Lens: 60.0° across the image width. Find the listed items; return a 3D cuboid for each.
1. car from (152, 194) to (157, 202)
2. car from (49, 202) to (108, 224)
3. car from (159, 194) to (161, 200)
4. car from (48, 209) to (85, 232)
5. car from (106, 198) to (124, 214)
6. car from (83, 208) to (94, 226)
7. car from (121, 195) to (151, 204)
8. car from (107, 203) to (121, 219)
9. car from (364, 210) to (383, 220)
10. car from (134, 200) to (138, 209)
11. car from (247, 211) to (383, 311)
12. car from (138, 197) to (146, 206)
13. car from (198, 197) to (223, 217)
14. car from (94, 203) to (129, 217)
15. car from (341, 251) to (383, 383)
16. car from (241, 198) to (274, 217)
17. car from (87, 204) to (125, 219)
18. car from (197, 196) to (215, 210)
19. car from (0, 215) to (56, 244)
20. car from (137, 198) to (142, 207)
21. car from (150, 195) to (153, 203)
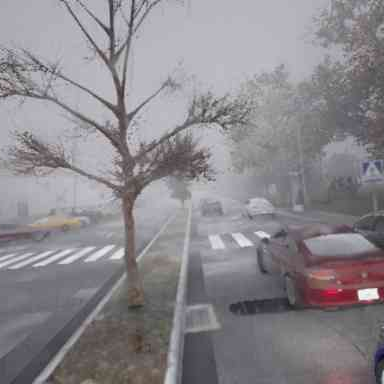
[{"bbox_3d":[-12.041,1.962,79.317,5.566,2.045,2.435,-7,1,-20],"label":"car"},{"bbox_3d":[-12.005,2.482,34.327,5.566,2.045,2.435,-6,0,-20],"label":"car"},{"bbox_3d":[-11.991,2.097,91.342,4.892,1.521,2.231,-6,0,-20],"label":"car"},{"bbox_3d":[-12.182,2.759,28.235,5.366,1.575,1.946,-6,0,-20],"label":"car"},{"bbox_3d":[-12.048,2.434,43.308,5.566,2.045,2.435,-6,1,-20],"label":"car"},{"bbox_3d":[-12.008,2.779,31.308,4.674,1.452,2.002,-6,0,-20],"label":"car"},{"bbox_3d":[-11.995,2.112,67.348,5.566,2.045,2.435,-7,1,-20],"label":"car"},{"bbox_3d":[-11.827,2.681,40.382,5.366,1.575,1.946,-6,0,-20],"label":"car"},{"bbox_3d":[4.834,1.117,7.612,1.837,1.490,4.892,-6,-1,0],"label":"car"},{"bbox_3d":[-11.990,2.584,55.333,4.674,1.452,2.002,-7,1,-20],"label":"car"},{"bbox_3d":[2.635,1.365,7.327,1.812,1.442,4.674,-6,0,0],"label":"car"},{"bbox_3d":[-11.963,2.435,64.349,4.792,1.488,2.163,-7,1,-20],"label":"car"},{"bbox_3d":[1.804,1.410,31.582,2.128,1.511,4.902,-6,0,0],"label":"car"},{"bbox_3d":[-11.991,2.664,49.334,4.674,1.452,2.002,-6,0,-20],"label":"car"},{"bbox_3d":[2.640,1.345,1.330,1.812,1.442,4.674,-6,0,0],"label":"car"},{"bbox_3d":[4.851,1.154,24.898,1.812,1.442,4.674,-6,0,0],"label":"car"},{"bbox_3d":[-12.017,2.685,46.309,4.792,1.488,2.163,-6,1,-20],"label":"car"},{"bbox_3d":[1.787,1.404,43.918,2.033,1.411,5.357,-5,1,0],"label":"car"},{"bbox_3d":[-11.991,2.769,22.311,4.792,1.488,2.163,-6,0,-20],"label":"car"},{"bbox_3d":[-11.985,2.499,58.333,5.008,1.535,2.097,-7,1,-20],"label":"car"},{"bbox_3d":[-12.164,2.300,73.270,5.366,1.575,1.946,-7,1,-20],"label":"car"}]
